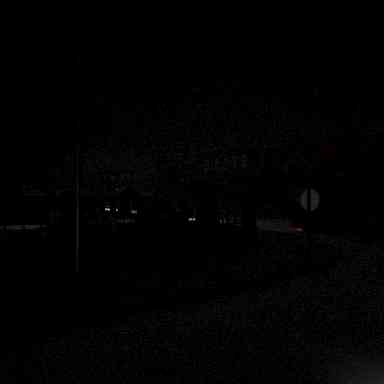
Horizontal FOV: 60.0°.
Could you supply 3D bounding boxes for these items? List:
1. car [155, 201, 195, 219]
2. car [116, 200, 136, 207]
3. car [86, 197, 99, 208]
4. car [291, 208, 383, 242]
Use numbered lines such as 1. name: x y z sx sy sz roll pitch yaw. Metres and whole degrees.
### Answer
1. car: -1.650 1.526 29.901 1.812 1.442 4.674 0 0 -36
2. car: -10.083 1.547 48.961 2.033 1.411 5.357 0 0 -37
3. car: -13.854 1.492 47.105 2.128 1.511 4.902 0 0 -35
4. car: 7.692 1.547 16.884 2.033 1.411 5.357 0 0 -37
